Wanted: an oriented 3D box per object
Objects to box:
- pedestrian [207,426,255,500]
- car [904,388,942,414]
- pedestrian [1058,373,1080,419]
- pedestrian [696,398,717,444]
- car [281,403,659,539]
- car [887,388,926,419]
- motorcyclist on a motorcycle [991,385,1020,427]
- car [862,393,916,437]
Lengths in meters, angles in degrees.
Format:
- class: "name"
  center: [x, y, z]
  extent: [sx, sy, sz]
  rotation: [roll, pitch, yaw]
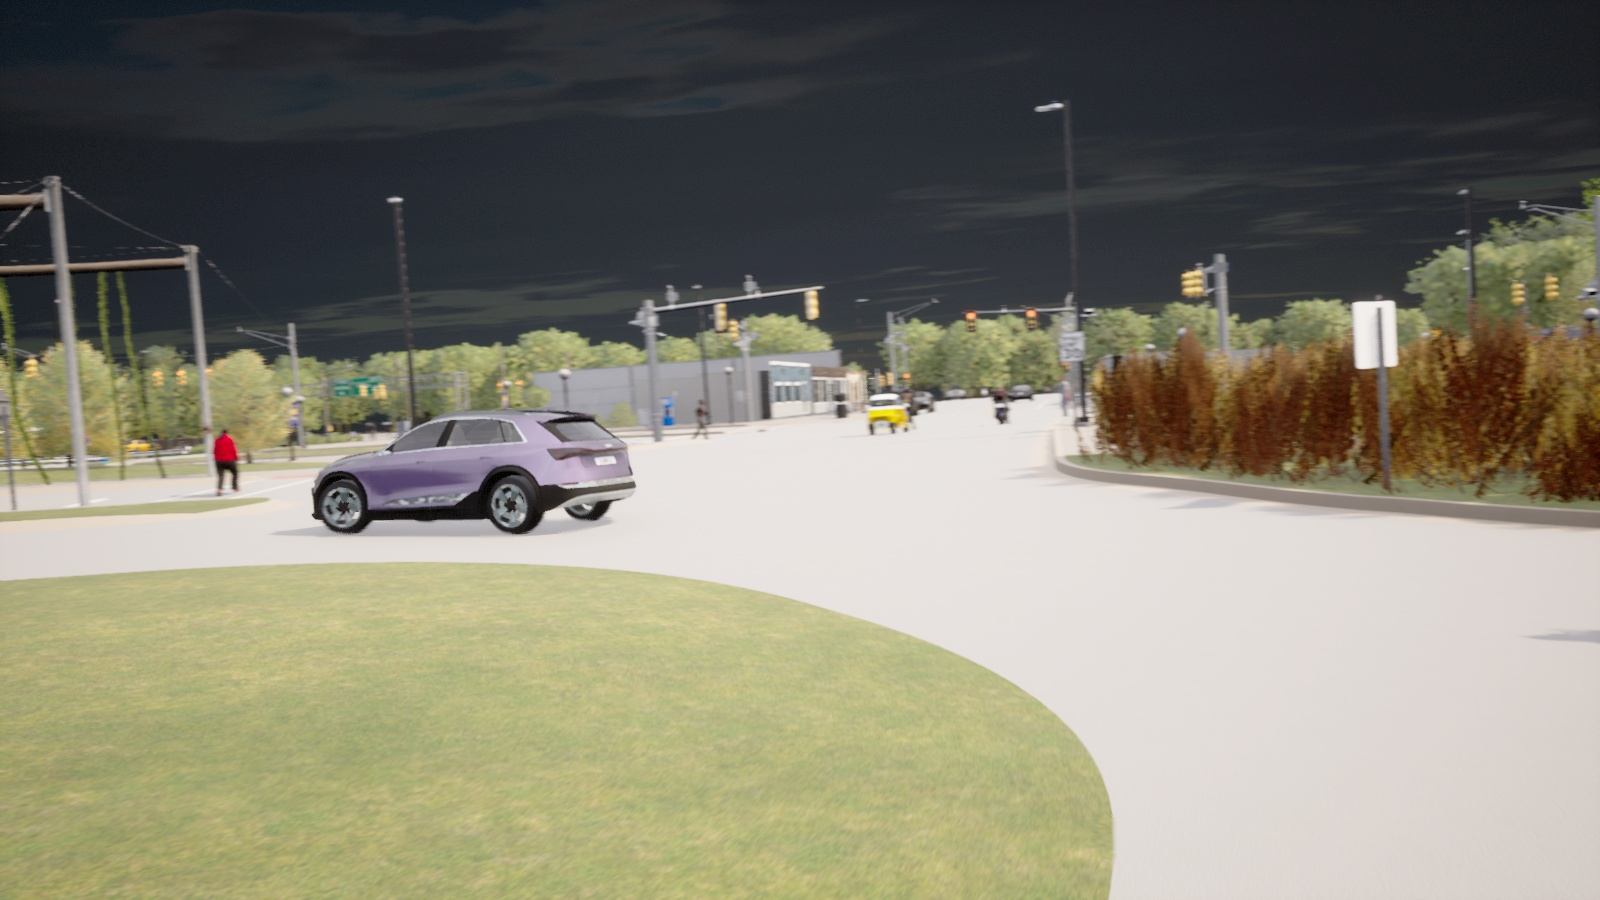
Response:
- class: "pedestrian"
  center: [-14.896, 0.319, 32.887]
  extent: [0.634, 1.844, 0.899]
  rotation: [-4, 3, 3]
- class: "car"
  center: [9.216, -3.678, 93.838]
  extent: [2.152, 1.651, 5.027]
  rotation: [-4, 2, 12]
- class: "pedestrian"
  center: [10.930, -2.190, 51.038]
  extent: [0.706, 1.836, 0.354]
  rotation: [-4, 3, 1]
- class: "pedestrian"
  center: [-4.026, -1.259, 54.060]
  extent: [0.666, 1.930, 0.402]
  rotation: [-4, 3, 8]
- class: "car"
  center: [-4.634, 0.300, 17.585]
  extent: [4.856, 1.649, 2.033]
  rotation: [-2, 2, 25]
- class: "car"
  center: [7.180, -3.129, 84.646]
  extent: [1.905, 1.878, 3.866]
  rotation: [-3, 2, 14]
- class: "motorcyclist on a motorcycle"
  center: [7.908, -1.696, 48.270]
  extent: [0.866, 1.530, 2.191]
  rotation: [-4, 1, 13]
- class: "car"
  center: [3.078, -1.225, 43.200]
  extent: [1.481, 1.376, 2.207]
  rotation: [-4, 2, 12]
